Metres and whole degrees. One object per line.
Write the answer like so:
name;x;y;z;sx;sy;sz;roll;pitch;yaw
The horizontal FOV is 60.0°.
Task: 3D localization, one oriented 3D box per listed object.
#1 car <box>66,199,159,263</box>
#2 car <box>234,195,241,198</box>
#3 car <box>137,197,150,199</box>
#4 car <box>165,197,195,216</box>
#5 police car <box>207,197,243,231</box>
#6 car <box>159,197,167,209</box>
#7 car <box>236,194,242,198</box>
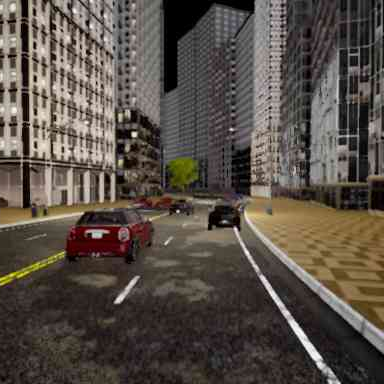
car;-2.706;1.311;11.994;2.097;1.767;4.553;0;0;3
car;3.942;1.384;35.675;1.882;1.535;5.008;0;0;9
car;-6.075;1.369;40.865;1.812;1.442;4.674;0;0;11
car;-0.880;1.408;30.882;1.837;1.490;4.892;0;0;8
police car;1.974;1.371;20.306;1.930;1.638;5.238;0;0;5
car;-3.028;1.340;39.439;1.882;1.535;5.008;0;0;10
car;6.622;1.332;53.948;1.882;1.535;5.008;0;0;12
